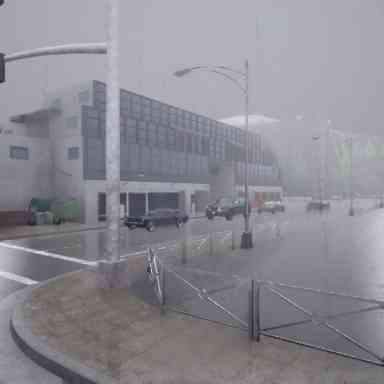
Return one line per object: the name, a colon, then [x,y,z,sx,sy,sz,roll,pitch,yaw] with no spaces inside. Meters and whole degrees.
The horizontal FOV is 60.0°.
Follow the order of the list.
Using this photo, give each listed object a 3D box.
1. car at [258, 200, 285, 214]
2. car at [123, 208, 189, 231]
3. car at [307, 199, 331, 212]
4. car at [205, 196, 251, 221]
car: [9.201,1.702,38.256,1.812,1.442,4.674,0,0,36]
car: [-2.303,1.777,22.153,1.895,1.301,4.718,0,0,35]
car: [15.642,1.680,40.947,1.837,1.490,4.892,0,0,35]
car: [3.427,1.398,30.183,2.150,2.045,5.566,0,0,36]
